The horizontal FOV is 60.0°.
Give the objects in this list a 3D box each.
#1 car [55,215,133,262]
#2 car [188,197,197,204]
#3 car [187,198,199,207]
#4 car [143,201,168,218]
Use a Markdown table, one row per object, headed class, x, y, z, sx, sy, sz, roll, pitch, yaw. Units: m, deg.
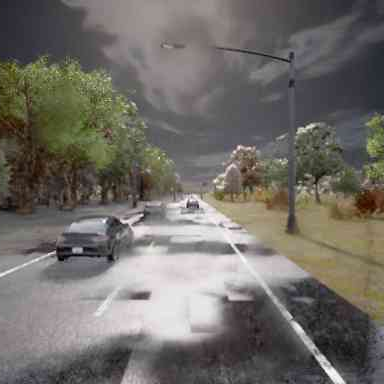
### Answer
| class | x | y | z | sx | sy | sz | roll | pitch | yaw |
| --- | --- | --- | --- | --- | --- | --- | --- | --- | --- |
| car | -3.397 | 1.573 | 12.170 | 1.812 | 1.442 | 4.674 | 0 | 0 | 0 |
| car | 0.034 | 1.885 | 72.928 | 1.895 | 1.301 | 4.718 | 0 | 0 | 0 |
| car | 0.122 | 1.777 | 54.238 | 1.994 | 1.385 | 4.181 | 0 | 0 | 0 |
| car | -3.384 | 1.613 | 31.164 | 2.128 | 1.511 | 4.902 | 0 | 0 | 0 |
